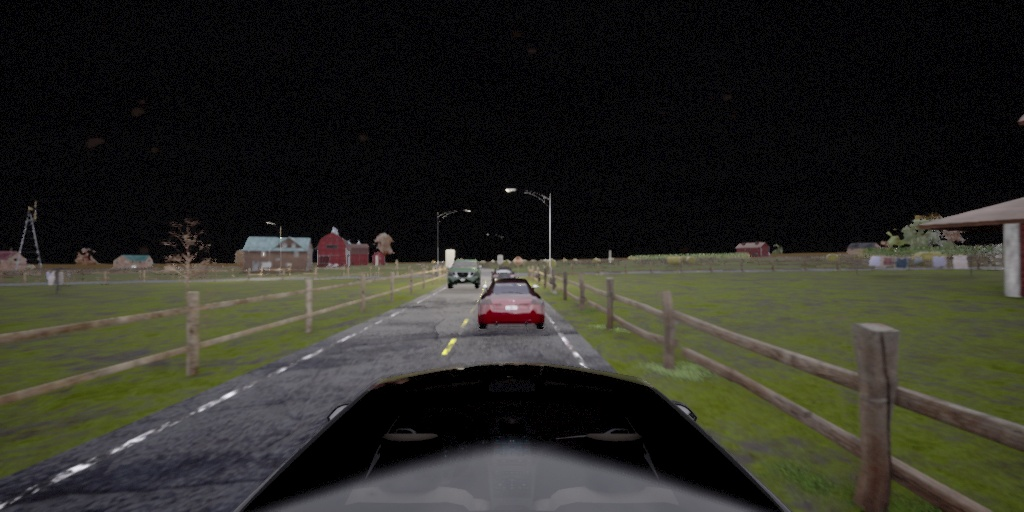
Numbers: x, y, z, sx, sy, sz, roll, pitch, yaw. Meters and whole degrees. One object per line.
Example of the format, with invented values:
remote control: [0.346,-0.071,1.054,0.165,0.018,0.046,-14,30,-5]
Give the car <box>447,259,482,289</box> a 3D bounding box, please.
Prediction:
car: [-3.404,1.256,26.459,2.150,2.045,5.566,0,-1,-3]

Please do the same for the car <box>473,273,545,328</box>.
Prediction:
car: [-0.055,1.427,11.909,1.994,1.385,4.181,0,-1,-1]

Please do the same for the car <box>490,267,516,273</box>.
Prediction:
car: [-0.645,1.570,27.241,1.812,1.442,4.674,0,-1,-3]
